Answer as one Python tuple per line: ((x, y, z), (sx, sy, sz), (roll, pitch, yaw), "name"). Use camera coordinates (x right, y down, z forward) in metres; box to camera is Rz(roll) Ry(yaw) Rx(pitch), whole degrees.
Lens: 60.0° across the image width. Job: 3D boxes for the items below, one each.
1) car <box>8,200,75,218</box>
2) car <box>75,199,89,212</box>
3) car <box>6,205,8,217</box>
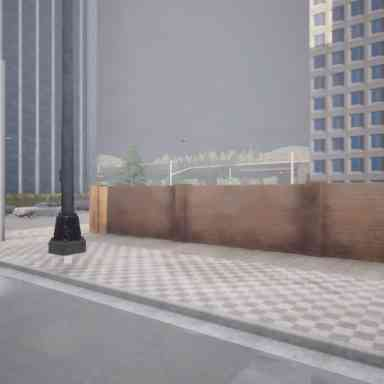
((-13.438, 1.601, 29.961), (1.895, 1.301, 4.718), (0, 0, 35), "car")
((-12.432, 1.547, 37.497), (2.033, 1.411, 5.357), (0, 0, 35), "car")
((-18.241, 1.547, 29.267), (2.033, 1.411, 5.357), (0, 0, 32), "car")
